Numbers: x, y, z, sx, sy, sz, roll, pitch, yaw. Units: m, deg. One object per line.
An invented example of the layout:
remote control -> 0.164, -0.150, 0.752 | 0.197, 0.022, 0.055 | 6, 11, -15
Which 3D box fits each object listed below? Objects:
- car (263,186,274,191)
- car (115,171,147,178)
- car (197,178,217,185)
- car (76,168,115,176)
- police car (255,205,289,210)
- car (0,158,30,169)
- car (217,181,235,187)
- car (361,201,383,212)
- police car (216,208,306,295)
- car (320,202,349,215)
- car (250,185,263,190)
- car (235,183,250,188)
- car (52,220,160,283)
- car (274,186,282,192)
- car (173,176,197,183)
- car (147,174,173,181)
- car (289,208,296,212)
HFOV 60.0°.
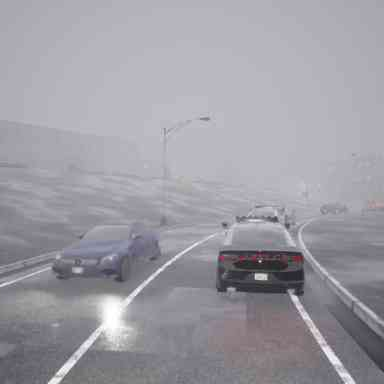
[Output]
car -> 17.044, -0.640, 79.818 | 2.185, 1.767, 4.553 | -4, -6, 41
car -> -10.199, -2.494, 52.126 | 4.892, 1.521, 2.231 | 3, -5, -41
car -> 1.944, -1.824, 63.452 | 4.553, 1.767, 2.185 | 4, -6, -44
car -> -14.381, -2.725, 48.530 | 4.892, 1.521, 2.231 | 3, -5, -41
police car -> 4.061, 1.544, 18.270 | 1.930, 1.638, 5.238 | -1, -1, 19
car -> -22.681, -3.282, 41.422 | 4.553, 1.767, 2.185 | 3, -5, -41
car -> 5.950, -1.380, 67.525 | 2.163, 1.488, 4.792 | -4, -6, 44
car -> 27.243, 2.117, 49.727 | 4.553, 1.767, 2.097 | 2, -4, -39
police car -> 1.748, 1.458, 9.009 | 1.930, 1.638, 5.238 | -1, 0, 9
car -> 17.851, 2.050, 41.566 | 4.892, 1.490, 1.837 | 1, -4, -41
car -> 13.365, -0.837, 75.552 | 2.231, 1.521, 4.892 | -4, -6, 42
car -> 9.734, -1.085, 71.533 | 2.002, 1.452, 4.674 | -4, -6, 43
car -> -2.290, 1.612, 10.168 | 1.812, 1.442, 4.674 | -1, -1, 10
car -> 20.629, -0.417, 84.130 | 2.435, 2.045, 5.566 | -3, -6, 40
car -> -2.011, -1.972, 59.596 | 5.008, 1.535, 2.097 | 4, -6, -43
car -> -6.065, -2.199, 55.814 | 4.674, 1.452, 2.002 | 4, -6, -42
car -> 6.135, 1.693, 23.490 | 1.837, 1.490, 4.892 | -2, -1, 24
